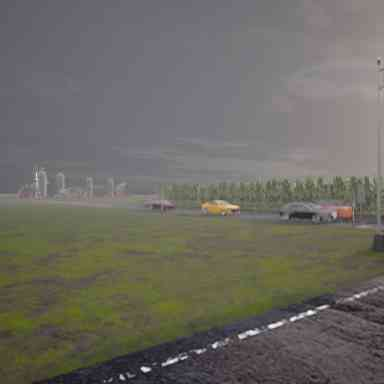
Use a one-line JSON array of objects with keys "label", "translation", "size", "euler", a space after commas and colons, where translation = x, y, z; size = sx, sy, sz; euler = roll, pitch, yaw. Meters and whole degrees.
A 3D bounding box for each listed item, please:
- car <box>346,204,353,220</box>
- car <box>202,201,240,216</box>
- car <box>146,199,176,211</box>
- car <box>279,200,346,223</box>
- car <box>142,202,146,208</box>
[{"label": "car", "translation": [11.317, 1.479, 28.712], "size": [2.097, 1.767, 4.553], "euler": [0, -1, -33]}, {"label": "car", "translation": [3.050, 1.693, 35.779], "size": [1.882, 1.535, 5.008], "euler": [0, -1, -34]}, {"label": "car", "translation": [-4.110, 1.810, 46.303], "size": [1.882, 1.535, 5.008], "euler": [0, 0, -34]}, {"label": "car", "translation": [9.236, 1.608, 26.713], "size": [2.128, 1.511, 4.902], "euler": [0, -1, -34]}, {"label": "car", "translation": [-6.665, 1.984, 55.204], "size": [1.994, 1.385, 4.181], "euler": [0, -1, -34]}]
